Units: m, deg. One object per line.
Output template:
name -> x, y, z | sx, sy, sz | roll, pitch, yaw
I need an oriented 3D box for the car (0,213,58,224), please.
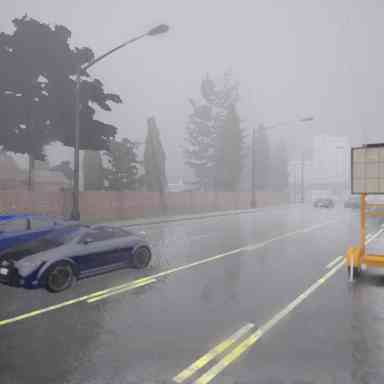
car -> -5.989, 1.484, 10.842 | 1.882, 1.535, 5.008 | 0, 0, 35

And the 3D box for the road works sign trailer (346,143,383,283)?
road works sign trailer -> 5.594, 0.469, 8.868 | 2.380, 3.560, 2.880 | 0, 0, 35

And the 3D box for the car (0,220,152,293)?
car -> -3.009, 1.569, 8.995 | 1.994, 1.385, 4.181 | 0, 0, 35

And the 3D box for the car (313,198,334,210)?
car -> 17.632, 1.515, 44.415 | 2.128, 1.511, 4.902 | 0, 0, 34

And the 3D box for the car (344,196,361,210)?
car -> 21.477, 1.376, 43.859 | 2.097, 1.767, 4.553 | 0, 0, 34
